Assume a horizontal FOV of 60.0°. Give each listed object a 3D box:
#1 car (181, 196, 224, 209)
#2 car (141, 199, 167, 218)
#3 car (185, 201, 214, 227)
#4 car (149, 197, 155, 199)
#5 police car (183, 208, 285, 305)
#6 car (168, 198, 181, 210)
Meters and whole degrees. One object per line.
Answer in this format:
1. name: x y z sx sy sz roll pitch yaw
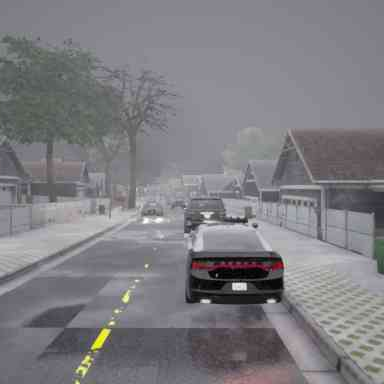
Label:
1. car: 0.641 1.250 18.288 2.150 2.045 5.566 0 0 -2
2. car: -3.659 1.630 31.246 1.994 1.385 4.181 0 0 -4
3. car: 0.417 1.494 24.476 1.801 1.575 5.366 0 0 -2
4. car: -9.709 2.034 81.379 2.128 1.511 4.902 0 -1 -10
5. police car: 0.807 1.430 8.315 1.930 1.638 5.238 0 0 0
6. car: -2.003 1.663 46.832 1.837 1.490 4.892 0 0 -5
